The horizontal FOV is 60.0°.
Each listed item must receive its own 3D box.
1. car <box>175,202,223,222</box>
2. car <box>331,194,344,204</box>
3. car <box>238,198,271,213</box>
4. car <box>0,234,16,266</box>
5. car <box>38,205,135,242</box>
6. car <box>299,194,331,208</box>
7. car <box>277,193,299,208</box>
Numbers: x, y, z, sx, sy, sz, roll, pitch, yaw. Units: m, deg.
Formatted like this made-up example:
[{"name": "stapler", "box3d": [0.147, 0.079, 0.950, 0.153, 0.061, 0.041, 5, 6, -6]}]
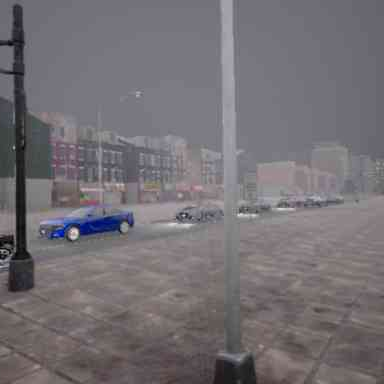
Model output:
[{"name": "car", "box3d": [0.570, 1.425, 24.675, 1.994, 1.385, 4.181, -2, 0, 35]}, {"name": "car", "box3d": [20.612, 1.009, 48.166, 1.994, 1.385, 4.181, -2, 0, 35]}, {"name": "car", "box3d": [6.101, 1.320, 32.500, 1.994, 1.385, 4.181, -2, 0, 35]}, {"name": "car", "box3d": [-6.336, 1.549, 8.344, 1.895, 1.301, 4.718, -1, 0, -3]}, {"name": "car", "box3d": [-5.092, 1.443, 16.635, 1.882, 1.535, 5.008, -2, 0, 35]}, {"name": "car", "box3d": [14.705, 1.089, 39.705, 1.812, 1.442, 4.674, -2, 0, 36]}, {"name": "car", "box3d": [11.951, 1.206, 40.748, 1.994, 1.385, 4.181, -2, 0, 36]}]
